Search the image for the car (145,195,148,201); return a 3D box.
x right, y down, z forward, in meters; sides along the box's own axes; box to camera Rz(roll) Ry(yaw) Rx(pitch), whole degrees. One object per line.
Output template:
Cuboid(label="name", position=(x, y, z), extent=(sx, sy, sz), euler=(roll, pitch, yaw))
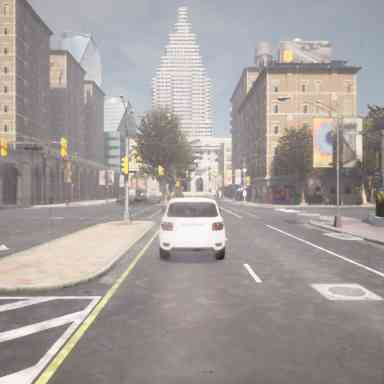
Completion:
Cuboid(label="car", position=(-12.248, 1.500, 84.820), extent=(1.837, 1.490, 4.892), euler=(0, 0, -1))

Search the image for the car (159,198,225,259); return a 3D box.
Cuboid(label="car", position=(-0.007, 1.221, 12.778), extent=(2.150, 2.045, 5.566), euler=(0, 0, -1))

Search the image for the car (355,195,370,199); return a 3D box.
Cuboid(label="car", position=(37.283, 1.481, 75.392), extent=(2.231, 1.521, 4.892), euler=(0, 0, -1))

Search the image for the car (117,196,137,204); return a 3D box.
Cuboid(label="car", position=(-12.102, 1.505, 62.171), extent=(1.837, 1.490, 4.892), euler=(0, 0, 0))

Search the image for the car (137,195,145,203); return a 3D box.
Cuboid(label="car", position=(-12.136, 1.595, 72.225), extent=(1.895, 1.301, 4.718), euler=(0, 0, -1))
